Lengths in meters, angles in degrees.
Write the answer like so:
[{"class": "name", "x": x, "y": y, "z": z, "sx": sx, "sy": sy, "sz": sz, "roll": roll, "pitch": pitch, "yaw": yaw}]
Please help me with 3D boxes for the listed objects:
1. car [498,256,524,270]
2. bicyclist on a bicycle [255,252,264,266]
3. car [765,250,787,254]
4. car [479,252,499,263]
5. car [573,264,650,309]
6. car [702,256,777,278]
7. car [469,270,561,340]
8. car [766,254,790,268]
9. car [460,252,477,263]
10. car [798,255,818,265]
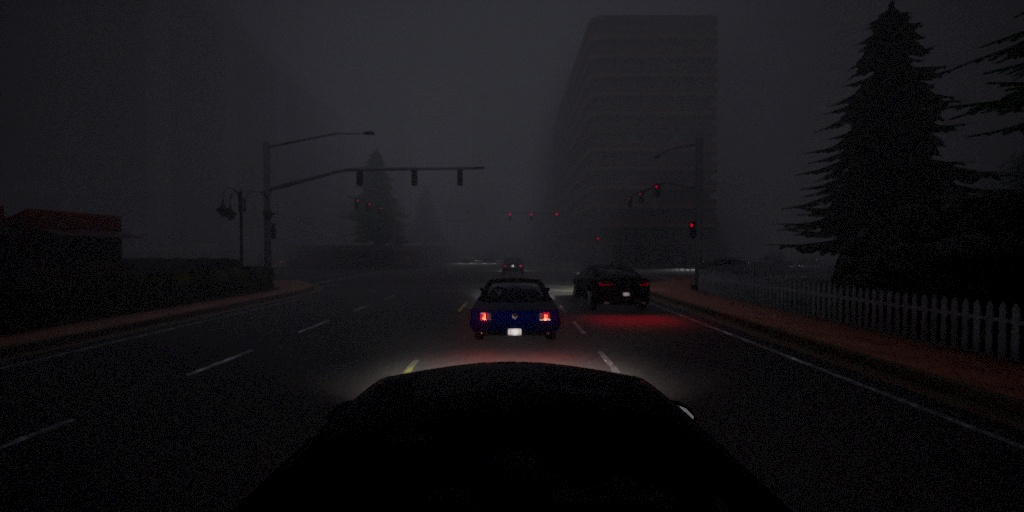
[{"class": "car", "x": 0.084, "y": 0.796, "z": 30.782, "sx": 2.033, "sy": 1.411, "sz": 5.357, "roll": 0, "pitch": 1, "yaw": 0}, {"class": "bicyclist on a bicycle", "x": -27.897, "y": 0.360, "z": 39.728, "sx": 0.582, "sy": 1.620, "sz": 1.656, "roll": 0, "pitch": 1, "yaw": 0}, {"class": "car", "x": 37.081, "y": 0.101, "z": 50.482, "sx": 2.150, "sy": 2.045, "sz": 5.566, "roll": 1, "pitch": 1, "yaw": 35}, {"class": "car", "x": -3.582, "y": 0.370, "z": 57.090, "sx": 2.033, "sy": 1.411, "sz": 5.357, "roll": 0, "pitch": 1, "yaw": 0}, {"class": "car", "x": 3.584, "y": 1.027, "z": 13.702, "sx": 1.882, "sy": 1.535, "sz": 5.008, "roll": 0, "pitch": 0, "yaw": 0}, {"class": "car", "x": 15.881, "y": 0.894, "z": 25.661, "sx": 4.718, "sy": 1.301, "sz": 1.895, "roll": 0, "pitch": 1, "yaw": -9}, {"class": "car", "x": 0.072, "y": 1.220, "z": 9.494, "sx": 1.895, "sy": 1.301, "sz": 4.718, "roll": 0, "pitch": 1, "yaw": 0}, {"class": "car", "x": 25.820, "y": 0.717, "z": 36.177, "sx": 4.718, "sy": 1.301, "sz": 1.895, "roll": -1, "pitch": 1, "yaw": -28}, {"class": "car", "x": -7.081, "y": 0.348, "z": 57.147, "sx": 1.812, "sy": 1.442, "sz": 4.674, "roll": 0, "pitch": 1, "yaw": 0}, {"class": "car", "x": 39.612, "y": 0.519, "z": 47.985, "sx": 1.895, "sy": 1.301, "sz": 4.718, "roll": 1, "pitch": 1, "yaw": 36}]
